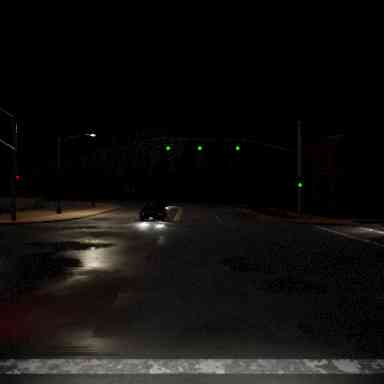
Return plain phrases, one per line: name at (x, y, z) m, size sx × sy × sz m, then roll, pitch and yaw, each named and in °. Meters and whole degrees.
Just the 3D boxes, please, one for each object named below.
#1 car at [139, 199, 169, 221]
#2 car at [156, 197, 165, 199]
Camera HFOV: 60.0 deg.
car at (-3.040, 1.548, 27.137) m, size 2.033 × 1.411 × 5.357 m, roll 0°, pitch 0°, yaw 0°
car at (-4.912, 1.550, 52.232) m, size 1.994 × 1.385 × 4.181 m, roll 0°, pitch 0°, yaw -13°
